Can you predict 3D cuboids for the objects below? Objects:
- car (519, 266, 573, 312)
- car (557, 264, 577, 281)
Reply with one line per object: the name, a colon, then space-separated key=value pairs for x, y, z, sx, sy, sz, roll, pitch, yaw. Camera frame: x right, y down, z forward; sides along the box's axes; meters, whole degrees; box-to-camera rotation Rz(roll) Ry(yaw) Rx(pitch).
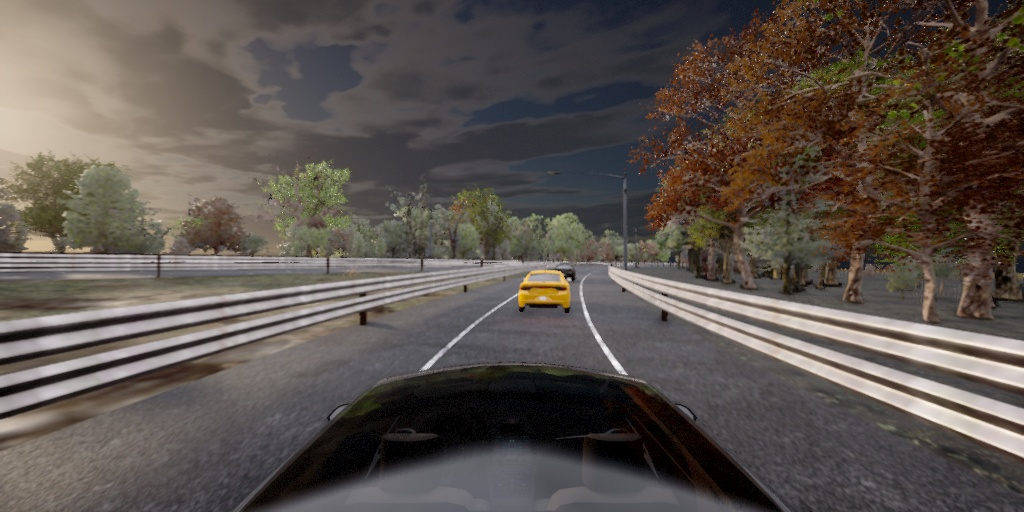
car: x=1.428 y=1.342 z=14.903 sx=1.882 sy=1.535 sz=5.008 roll=0 pitch=-1 yaw=8
car: x=4.971 y=1.505 z=33.489 sx=1.882 sy=1.535 sz=5.008 roll=0 pitch=0 yaw=13
